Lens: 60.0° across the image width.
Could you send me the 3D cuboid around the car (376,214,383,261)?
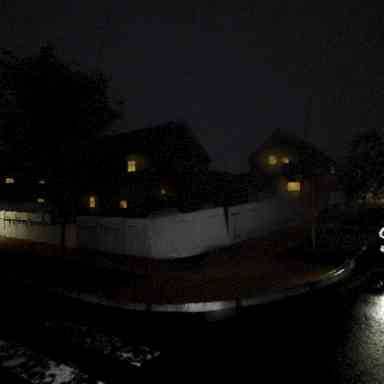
[{"bbox_3d":[7.110,1.038,10.118,2.097,1.767,4.553,-1,1,39],"label":"car"}]
